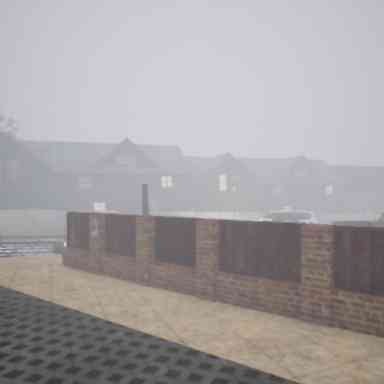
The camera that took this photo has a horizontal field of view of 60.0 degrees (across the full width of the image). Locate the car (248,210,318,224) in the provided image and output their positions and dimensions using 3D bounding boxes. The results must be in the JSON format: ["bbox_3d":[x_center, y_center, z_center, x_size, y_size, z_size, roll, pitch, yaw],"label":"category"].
[{"bbox_3d":[6.385,2.329,23.785,5.566,2.045,2.150,2,-2,-22],"label":"car"}]

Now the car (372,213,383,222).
[{"bbox_3d":[16.238,2.571,24.669,5.566,2.045,2.150,2,-2,-23],"label":"car"}]

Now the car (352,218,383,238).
[{"bbox_3d":[16.019,2.959,27.738,4.902,1.511,2.128,2,-2,-22],"label":"car"}]
